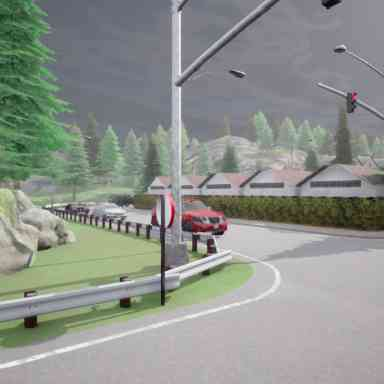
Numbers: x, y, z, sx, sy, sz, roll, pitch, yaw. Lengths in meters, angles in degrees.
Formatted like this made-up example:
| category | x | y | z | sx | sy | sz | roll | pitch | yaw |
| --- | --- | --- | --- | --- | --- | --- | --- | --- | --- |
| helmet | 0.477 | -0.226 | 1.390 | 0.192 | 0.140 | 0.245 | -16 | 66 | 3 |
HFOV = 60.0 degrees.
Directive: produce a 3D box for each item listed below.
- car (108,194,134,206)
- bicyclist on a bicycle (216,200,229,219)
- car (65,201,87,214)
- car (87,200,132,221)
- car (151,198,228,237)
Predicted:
| category | x | y | z | sx | sy | sz | roll | pitch | yaw |
| --- | --- | --- | --- | --- | --- | --- | --- | --- | --- |
| car | -10.940 | 1.398 | 53.205 | 2.150 | 2.045 | 5.566 | 0 | 0 | 33 |
| bicyclist on a bicycle | 2.537 | 1.494 | 28.097 | 1.656 | 1.620 | 0.582 | 0 | 0 | -35 |
| car | -13.122 | 1.754 | 37.805 | 1.994 | 1.385 | 4.181 | 0 | 0 | -32 |
| car | -7.262 | 1.717 | 29.053 | 1.812 | 1.442 | 4.674 | 0 | 0 | -35 |
| car | -0.360 | 1.413 | 19.183 | 2.150 | 2.045 | 5.566 | 0 | 0 | -35 |
